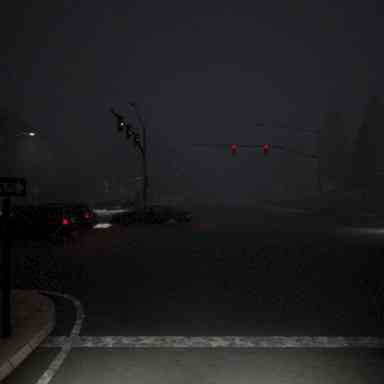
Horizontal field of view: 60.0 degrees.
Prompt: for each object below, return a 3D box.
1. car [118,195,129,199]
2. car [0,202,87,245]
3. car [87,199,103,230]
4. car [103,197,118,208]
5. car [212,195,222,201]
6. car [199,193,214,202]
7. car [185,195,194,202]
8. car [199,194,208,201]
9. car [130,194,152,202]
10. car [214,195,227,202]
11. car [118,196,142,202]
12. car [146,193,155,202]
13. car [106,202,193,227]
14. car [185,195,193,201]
[{"bbox_3d":[-11.876,1.526,53.868,1.812,1.442,4.674,0,0,-1],"label":"car"},{"bbox_3d":[-7.513,1.352,15.113,4.553,1.767,2.097,0,0,0],"label":"car"},{"bbox_3d":[-7.702,1.352,18.613,4.553,1.767,2.097,0,0,0],"label":"car"},{"bbox_3d":[-11.752,1.601,44.967,1.895,1.301,4.718,0,0,-1],"label":"car"},{"bbox_3d":[6.267,1.481,83.583,2.128,1.511,4.902,0,0,-1],"label":"car"},{"bbox_3d":[2.927,1.225,72.992,2.150,2.045,5.566,0,0,-1],"label":"car"},{"bbox_3d":[-0.575,1.478,73.028,1.882,1.535,5.008,0,0,-1],"label":"car"},{"bbox_3d":[2.767,1.319,83.515,2.097,1.767,4.553,0,0,-1],"label":"car"},{"bbox_3d":[-8.391,1.547,54.741,2.033,1.411,5.357,0,0,-1],"label":"car"},{"bbox_3d":[6.419,1.524,73.508,1.812,1.442,4.674,0,0,-1],"label":"car"},{"bbox_3d":[-8.253,1.601,45.096,1.895,1.301,4.718,0,0,-1],"label":"car"},{"bbox_3d":[-8.497,1.221,65.447,2.150,2.045,5.566,0,0,0],"label":"car"},{"bbox_3d":[-2.629,1.547,22.150,5.357,1.411,2.033,0,0,0],"label":"car"},{"bbox_3d":[-0.732,1.504,83.467,1.994,1.385,4.181,0,0,-1],"label":"car"}]
